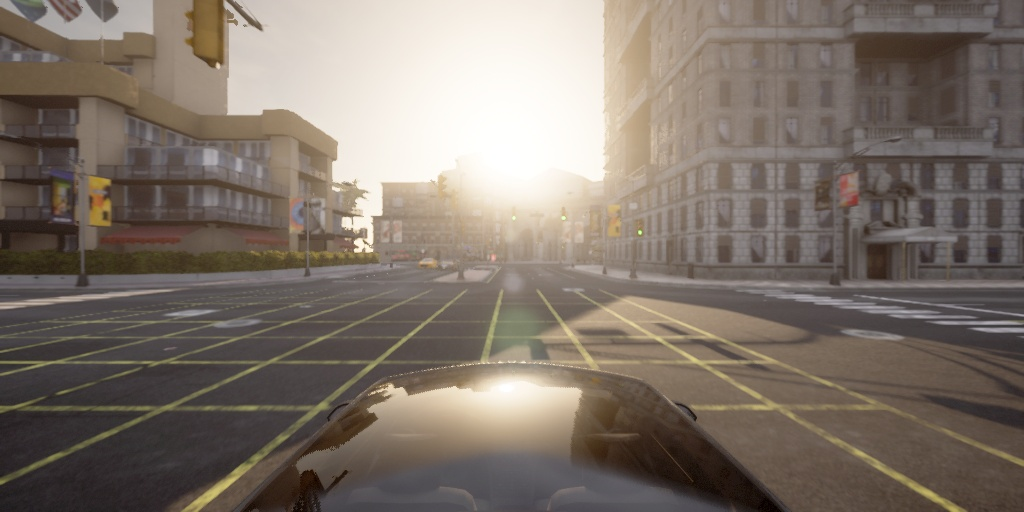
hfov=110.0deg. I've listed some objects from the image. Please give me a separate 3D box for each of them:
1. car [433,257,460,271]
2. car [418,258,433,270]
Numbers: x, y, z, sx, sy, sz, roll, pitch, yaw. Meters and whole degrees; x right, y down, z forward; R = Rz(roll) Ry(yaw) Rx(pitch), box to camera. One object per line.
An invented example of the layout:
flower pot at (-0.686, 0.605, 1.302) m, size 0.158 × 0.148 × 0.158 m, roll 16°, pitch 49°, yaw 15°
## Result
car at (-8.055, 1.068, 45.193) m, size 2.128 × 1.511 × 4.902 m, roll 0°, pitch 0°, yaw 0°
car at (-11.515, 1.036, 49.424) m, size 1.882 × 1.535 × 5.008 m, roll 0°, pitch 0°, yaw 0°
